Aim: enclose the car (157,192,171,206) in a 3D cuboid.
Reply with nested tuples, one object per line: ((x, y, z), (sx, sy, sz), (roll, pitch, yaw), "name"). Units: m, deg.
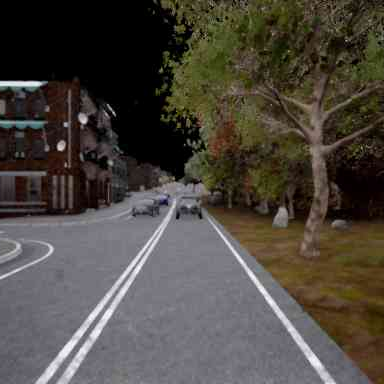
((-4.258, 1.115, 46.345), (1.882, 1.535, 5.008), (0, 1, -2), "car")

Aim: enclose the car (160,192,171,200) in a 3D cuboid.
((-4.833, 0.740, 62.255), (1.895, 1.301, 4.718), (0, 1, -2), "car")

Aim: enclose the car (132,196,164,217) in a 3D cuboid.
((-3.940, 1.347, 29.073), (1.837, 1.490, 4.892), (0, 1, 3), "car")

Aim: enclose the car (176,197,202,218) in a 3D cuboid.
((-0.272, 1.201, 28.288), (2.097, 1.767, 4.553), (0, 0, -1), "car")
